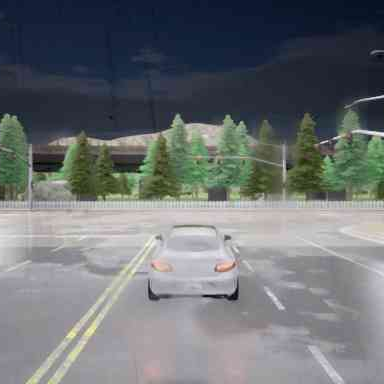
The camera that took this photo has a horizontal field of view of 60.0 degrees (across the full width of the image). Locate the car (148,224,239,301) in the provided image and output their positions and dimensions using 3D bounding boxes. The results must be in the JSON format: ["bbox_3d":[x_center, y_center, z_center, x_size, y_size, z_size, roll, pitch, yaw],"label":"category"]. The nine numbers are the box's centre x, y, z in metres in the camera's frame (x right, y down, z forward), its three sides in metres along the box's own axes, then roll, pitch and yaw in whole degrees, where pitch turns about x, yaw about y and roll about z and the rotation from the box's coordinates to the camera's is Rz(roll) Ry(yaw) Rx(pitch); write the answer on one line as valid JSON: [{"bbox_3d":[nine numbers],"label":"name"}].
[{"bbox_3d":[0.033,1.526,8.216,1.812,1.442,4.674,0,0,0],"label":"car"}]
